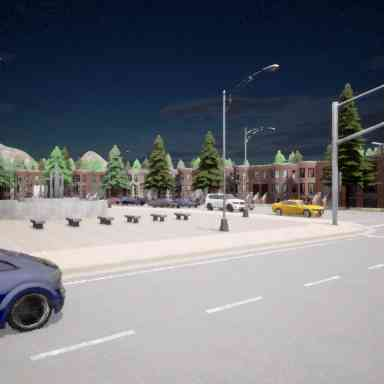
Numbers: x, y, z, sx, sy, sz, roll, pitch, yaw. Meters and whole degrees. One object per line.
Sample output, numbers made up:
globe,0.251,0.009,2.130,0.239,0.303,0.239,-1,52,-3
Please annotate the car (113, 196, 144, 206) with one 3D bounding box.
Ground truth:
car,-9.820,1.601,53.491,4.718,1.301,1.895,0,0,24

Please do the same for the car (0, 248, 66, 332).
car,-4.252,1.564,5.259,4.181,1.385,1.994,0,0,-36

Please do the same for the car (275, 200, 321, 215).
car,11.075,1.564,34.859,1.994,1.385,4.181,0,0,-37

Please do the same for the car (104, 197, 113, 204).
car,-14.075,1.564,58.835,4.181,1.385,1.994,0,0,18

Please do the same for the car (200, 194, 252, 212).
car,3.831,1.221,38.651,2.150,2.045,5.566,0,0,-39

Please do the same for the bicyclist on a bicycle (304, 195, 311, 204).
bicyclist on a bicycle,16.182,1.303,46.625,1.656,1.620,0.582,0,0,-37

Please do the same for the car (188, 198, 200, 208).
car,-1.248,1.547,48.412,5.357,1.411,2.033,0,0,37

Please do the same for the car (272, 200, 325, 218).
car,9.758,1.478,30.785,1.882,1.535,5.008,0,0,-37

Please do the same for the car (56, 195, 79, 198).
car,-23.812,1.505,60.701,4.892,1.490,1.837,0,0,5

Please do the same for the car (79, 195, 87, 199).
car,-22.551,1.352,63.996,4.553,1.767,2.097,0,0,7

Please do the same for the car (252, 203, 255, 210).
car,5.689,1.526,41.745,1.812,1.442,4.674,0,0,-41

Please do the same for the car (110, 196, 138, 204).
car,-12.730,1.505,62.067,4.892,1.490,1.837,0,0,18

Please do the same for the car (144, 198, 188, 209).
car,-3.665,1.547,45.873,5.357,1.411,2.033,0,0,36
